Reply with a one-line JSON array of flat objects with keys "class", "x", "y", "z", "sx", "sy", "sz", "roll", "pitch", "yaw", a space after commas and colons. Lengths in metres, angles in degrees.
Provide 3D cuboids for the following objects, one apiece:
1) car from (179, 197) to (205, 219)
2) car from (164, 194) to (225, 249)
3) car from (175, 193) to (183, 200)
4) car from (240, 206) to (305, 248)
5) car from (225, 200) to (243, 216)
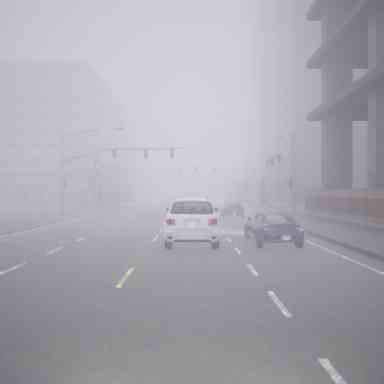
[{"class": "car", "x": 0.000, "y": 1.365, "z": 29.622, "sx": 2.097, "sy": 1.767, "sz": 4.553, "roll": 0, "pitch": 0, "yaw": 0}, {"class": "car", "x": 0.000, "y": 1.257, "z": 14.680, "sx": 2.150, "sy": 2.045, "sz": 5.566, "roll": 0, "pitch": 0, "yaw": 0}, {"class": "car", "x": -3.499, "y": 1.298, "z": 92.251, "sx": 2.097, "sy": 1.767, "sz": 4.553, "roll": 0, "pitch": 0, "yaw": 1}, {"class": "car", "x": 3.500, "y": 1.532, "z": 14.650, "sx": 1.812, "sy": 1.442, "sz": 4.674, "roll": 0, "pitch": 0, "yaw": 0}, {"class": "car", "x": 3.500, "y": 1.516, "z": 29.652, "sx": 1.837, "sy": 1.490, "sz": 4.892, "roll": 0, "pitch": 0, "yaw": 0}]
